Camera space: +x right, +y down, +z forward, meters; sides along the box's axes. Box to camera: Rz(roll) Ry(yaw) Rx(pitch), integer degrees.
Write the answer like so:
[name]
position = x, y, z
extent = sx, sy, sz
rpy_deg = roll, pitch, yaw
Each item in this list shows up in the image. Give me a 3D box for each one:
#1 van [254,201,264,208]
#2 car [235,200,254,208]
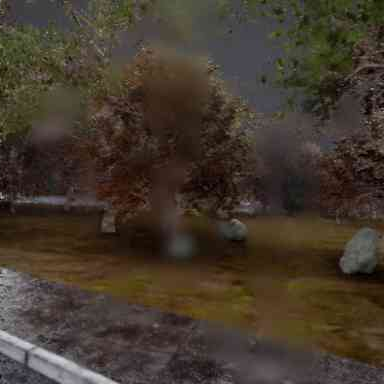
[van]
position = 16.915, 3.344, 90.994
extent = 4.442, 1.987, 1.878
rpy_deg = 4, 0, -44
[car]
position = 13.013, 3.074, 87.187
extent = 5.566, 2.045, 2.435
rpy_deg = 4, 0, -44
